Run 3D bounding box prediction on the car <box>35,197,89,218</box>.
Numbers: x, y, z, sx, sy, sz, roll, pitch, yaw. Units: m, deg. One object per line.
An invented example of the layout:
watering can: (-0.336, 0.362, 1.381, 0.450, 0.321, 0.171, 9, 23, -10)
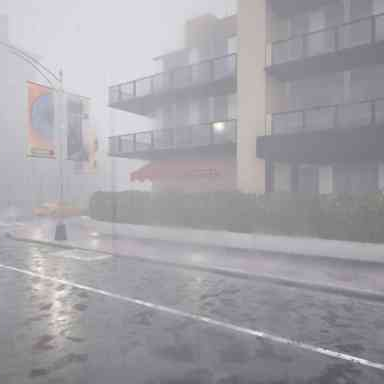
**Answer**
car: (-11.452, 1.477, 29.947, 1.882, 1.535, 5.008, 0, 0, 35)
